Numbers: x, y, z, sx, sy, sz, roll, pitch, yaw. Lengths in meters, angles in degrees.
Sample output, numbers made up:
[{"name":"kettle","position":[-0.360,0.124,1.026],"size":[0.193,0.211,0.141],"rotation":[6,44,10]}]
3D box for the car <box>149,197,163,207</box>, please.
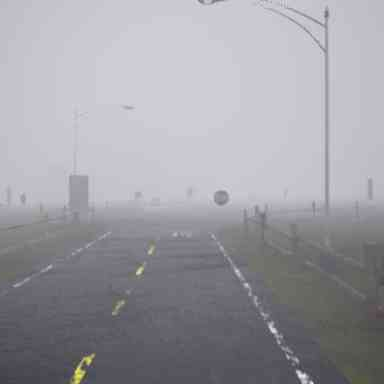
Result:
[{"name":"car","position":[-5.586,1.568,51.751],"size":[1.837,1.490,4.892],"rotation":[0,2,-6]}]
